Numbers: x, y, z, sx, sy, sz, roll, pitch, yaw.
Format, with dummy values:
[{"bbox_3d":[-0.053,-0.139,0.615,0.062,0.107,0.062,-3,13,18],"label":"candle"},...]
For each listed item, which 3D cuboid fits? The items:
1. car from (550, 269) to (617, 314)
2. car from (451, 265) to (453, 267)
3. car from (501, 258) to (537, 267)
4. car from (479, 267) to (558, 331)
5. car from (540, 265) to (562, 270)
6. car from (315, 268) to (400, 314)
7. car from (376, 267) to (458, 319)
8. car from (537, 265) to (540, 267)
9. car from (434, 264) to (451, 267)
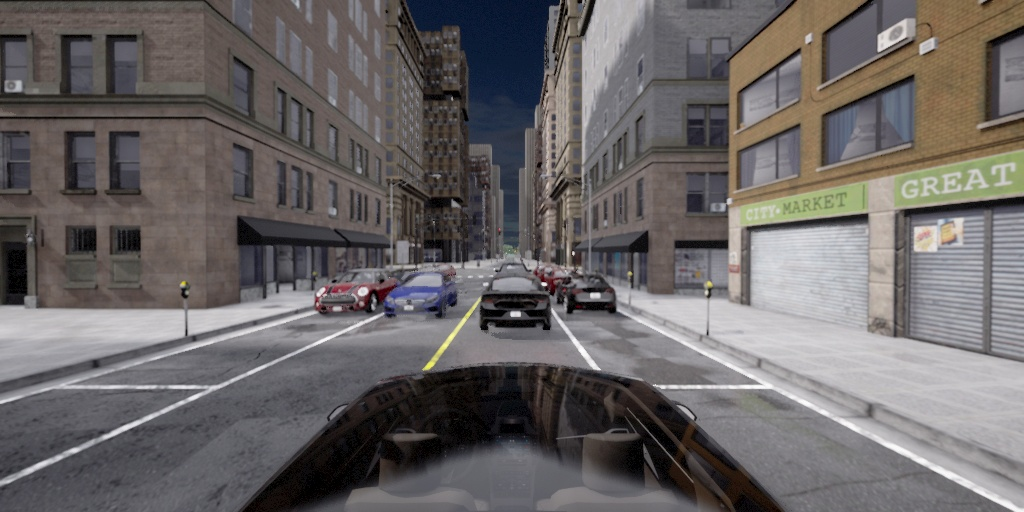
[{"bbox_3d":[2.751,1.353,13.857,1.948,1.339,4.313,0,0,0],"label":"car"},{"bbox_3d":[-5.787,1.387,30.366,1.888,1.381,4.507,0,0,0],"label":"car"},{"bbox_3d":[0.086,1.161,20.409,2.097,1.767,4.553,0,0,0],"label":"car"},{"bbox_3d":[0.090,1.257,11.078,1.882,1.535,5.008,0,0,0],"label":"car"},{"bbox_3d":[2.747,1.350,19.362,1.888,1.381,4.507,0,0,0],"label":"car"},{"bbox_3d":[-5.774,1.228,13.850,1.967,1.591,4.097,0,0,0],"label":"car"},{"bbox_3d":[-3.103,1.311,13.109,1.812,1.442,4.674,0,0,0],"label":"car"},{"bbox_3d":[2.743,1.368,24.867,1.888,1.381,4.507,0,0,0],"label":"car"},{"bbox_3d":[-5.783,1.374,24.861,2.007,1.370,4.403,0,0,0],"label":"car"}]
